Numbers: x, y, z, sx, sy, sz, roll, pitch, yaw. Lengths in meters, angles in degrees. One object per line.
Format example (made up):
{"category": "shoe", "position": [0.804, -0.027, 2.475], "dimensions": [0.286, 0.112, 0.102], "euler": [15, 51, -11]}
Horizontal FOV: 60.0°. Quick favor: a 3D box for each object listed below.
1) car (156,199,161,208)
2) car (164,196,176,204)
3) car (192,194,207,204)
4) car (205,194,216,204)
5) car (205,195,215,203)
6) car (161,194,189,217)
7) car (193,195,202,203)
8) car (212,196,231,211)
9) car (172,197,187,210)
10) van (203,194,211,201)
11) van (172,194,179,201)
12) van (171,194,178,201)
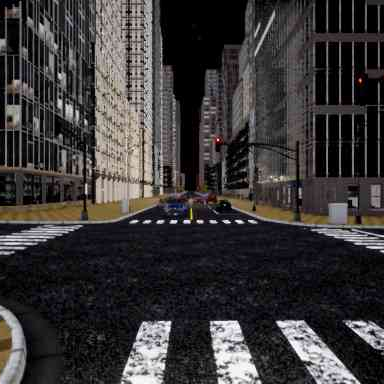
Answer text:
{"category": "car", "position": [-4.065, 1.592, 47.278], "dimensions": [1.802, 1.307, 4.206], "euler": [0, 0, 0]}
{"category": "car", "position": [-4.149, 1.564, 63.860], "dimensions": [1.947, 1.339, 4.313], "euler": [0, 0, 0]}
{"category": "car", "position": [1.262, 1.599, 63.075], "dimensions": [1.895, 1.301, 4.718], "euler": [0, 0, 0]}
{"category": "car", "position": [3.732, 1.313, 63.900], "dimensions": [2.192, 1.841, 5.009], "euler": [0, 0, 0]}
{"category": "car", "position": [3.704, 1.432, 69.428], "dimensions": [1.967, 1.590, 4.097], "euler": [0, 0, 0]}
{"category": "car", "position": [-1.490, 1.370, 31.368], "dimensions": [2.097, 1.767, 4.553], "euler": [0, 0, -1]}
{"category": "car", "position": [1.132, 1.488, 73.243], "dimensions": [1.837, 1.490, 4.892], "euler": [0, 0, 0]}
{"category": "car", "position": [3.892, 1.579, 41.791], "dimensions": [1.947, 1.339, 4.313], "euler": [0, 0, 0]}
{"category": "car", "position": [-1.588, 1.489, 45.456], "dimensions": [1.882, 1.535, 5.008], "euler": [0, 1, 0]}
{"category": "van", "position": [3.648, 1.321, 80.483], "dimensions": [1.690, 1.788, 3.998], "euler": [0, 0, 0]}
{"category": "van", "position": [-4.260, 1.315, 85.971], "dimensions": [1.690, 1.788, 3.998], "euler": [0, 0, 0]}
{"category": "van", "position": [-4.232, 1.321, 80.443], "dimensions": [1.690, 1.788, 3.998], "euler": [0, 0, 0]}
